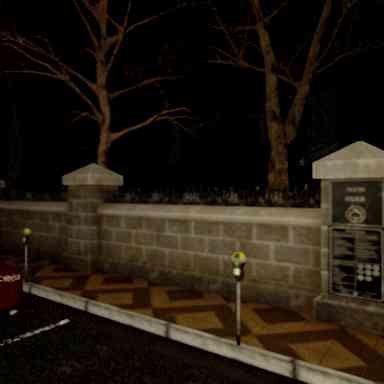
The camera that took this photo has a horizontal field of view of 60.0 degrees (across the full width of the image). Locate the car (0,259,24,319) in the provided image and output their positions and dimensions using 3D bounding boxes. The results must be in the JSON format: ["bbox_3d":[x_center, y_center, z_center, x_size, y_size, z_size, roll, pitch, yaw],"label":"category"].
[{"bbox_3d":[-4.952,1.578,6.250,4.507,1.381,1.887,0,0,35],"label":"car"}]
